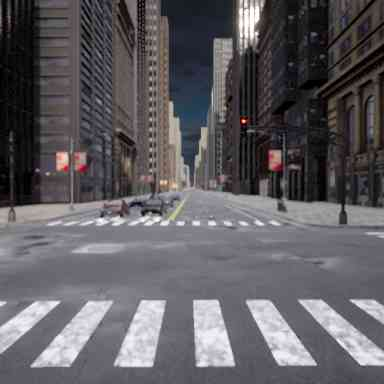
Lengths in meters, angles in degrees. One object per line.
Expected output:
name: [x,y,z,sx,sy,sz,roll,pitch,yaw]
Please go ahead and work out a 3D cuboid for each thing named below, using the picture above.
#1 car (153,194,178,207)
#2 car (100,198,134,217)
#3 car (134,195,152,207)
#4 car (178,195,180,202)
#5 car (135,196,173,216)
car: [-3.327,1.220,42.342,2.128,1.511,4.902,0,1,0]
car: [-6.587,1.345,28.894,1.812,1.442,4.674,0,0,0]
car: [-6.581,1.336,41.579,1.895,1.301,4.718,0,0,0]
car: [-3.243,1.118,64.327,2.033,1.411,5.357,0,0,0]
car: [-3.313,1.357,30.322,2.033,1.411,5.357,0,0,4]
